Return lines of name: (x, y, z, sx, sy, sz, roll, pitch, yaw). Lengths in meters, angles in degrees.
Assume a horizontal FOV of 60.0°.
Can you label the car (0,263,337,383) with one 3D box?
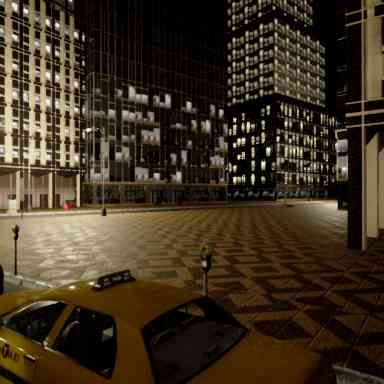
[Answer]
car: (-1.017, 1.525, 3.599, 4.829, 1.417, 1.752, 0, 0, 35)
